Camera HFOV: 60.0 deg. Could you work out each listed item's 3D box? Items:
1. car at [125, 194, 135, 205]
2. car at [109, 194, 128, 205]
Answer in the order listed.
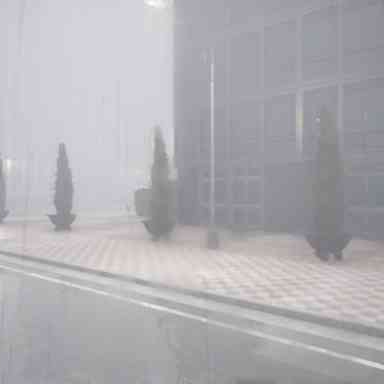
[{"bbox_3d":[-8.897,1.591,59.173,2.128,1.511,4.902,0,0,35],"label":"car"},{"bbox_3d":[-12.367,1.327,60.292,2.150,2.045,5.566,0,0,35],"label":"car"}]
